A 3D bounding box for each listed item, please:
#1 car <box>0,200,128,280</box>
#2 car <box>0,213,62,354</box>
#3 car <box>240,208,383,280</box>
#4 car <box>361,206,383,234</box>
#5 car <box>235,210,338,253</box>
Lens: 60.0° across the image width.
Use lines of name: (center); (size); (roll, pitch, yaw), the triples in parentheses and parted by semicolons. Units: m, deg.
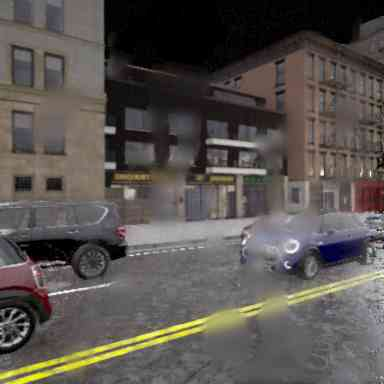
car: (-4.399, 1.230, 8.514); (5.566, 2.045, 2.150); (1, 0, -36)
car: (-4.445, 1.346, 4.497); (4.553, 1.767, 2.097); (0, 0, -35)
car: (3.626, 1.399, 10.249); (4.553, 1.767, 2.097); (0, 0, -36)
car: (12.581, 1.654, 20.579); (4.674, 1.442, 1.812); (0, 0, -35)
car: (4.260, 1.591, 14.697); (4.674, 1.442, 1.812); (0, 0, -35)
